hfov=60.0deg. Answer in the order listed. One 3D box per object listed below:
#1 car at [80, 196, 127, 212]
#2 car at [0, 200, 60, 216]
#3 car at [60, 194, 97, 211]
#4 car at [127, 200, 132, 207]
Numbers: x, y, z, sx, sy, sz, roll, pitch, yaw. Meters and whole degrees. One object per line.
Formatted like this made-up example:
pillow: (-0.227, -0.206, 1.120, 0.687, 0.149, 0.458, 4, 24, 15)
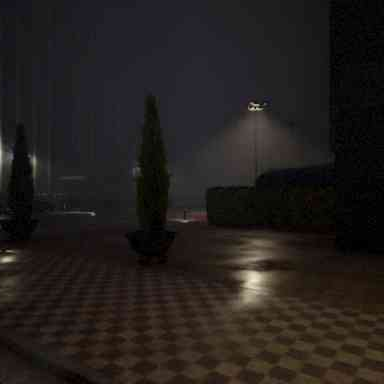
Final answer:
car: (-10.511, 1.505, 40.004, 1.837, 1.490, 4.892, 0, 0, 35)
car: (-15.842, 1.505, 32.344, 1.837, 1.490, 4.892, 0, 0, 35)
car: (-14.055, 1.221, 41.047, 2.150, 2.045, 5.566, 0, 0, 35)
car: (-8.062, 1.491, 49.628, 2.128, 1.511, 4.902, 0, 0, 35)
